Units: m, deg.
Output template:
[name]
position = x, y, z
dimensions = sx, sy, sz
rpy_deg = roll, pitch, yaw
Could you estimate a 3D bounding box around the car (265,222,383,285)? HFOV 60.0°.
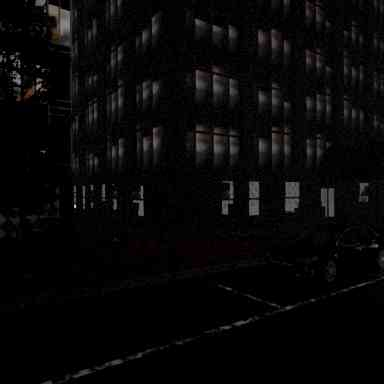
[car]
position = 3.932, 1.549, 9.401
dimensions = 4.403, 1.369, 2.008
rpy_deg = 0, -1, -36
